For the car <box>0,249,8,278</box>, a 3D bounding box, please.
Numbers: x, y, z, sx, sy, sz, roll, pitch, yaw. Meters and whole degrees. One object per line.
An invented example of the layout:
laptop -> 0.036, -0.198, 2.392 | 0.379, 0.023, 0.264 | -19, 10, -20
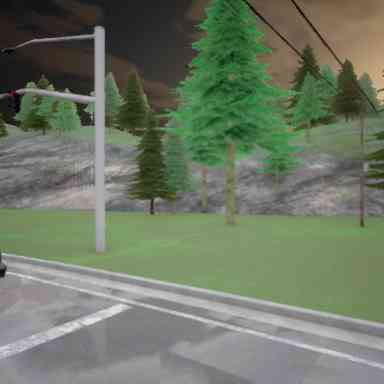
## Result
car -> -6.841, 1.555, 8.284 | 5.357, 1.411, 2.033 | 0, 0, 32
